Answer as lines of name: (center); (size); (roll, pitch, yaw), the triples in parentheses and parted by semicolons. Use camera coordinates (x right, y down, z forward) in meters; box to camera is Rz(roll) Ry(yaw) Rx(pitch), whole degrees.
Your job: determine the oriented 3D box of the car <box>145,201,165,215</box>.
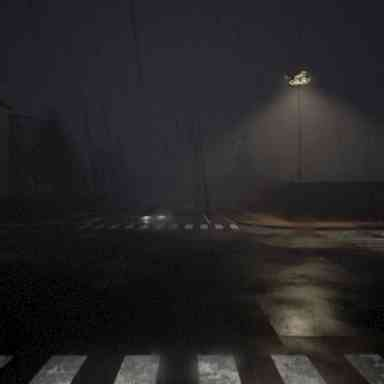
car: (-4.128, 1.776, 37.659); (1.882, 1.535, 5.008); (0, 0, 0)
